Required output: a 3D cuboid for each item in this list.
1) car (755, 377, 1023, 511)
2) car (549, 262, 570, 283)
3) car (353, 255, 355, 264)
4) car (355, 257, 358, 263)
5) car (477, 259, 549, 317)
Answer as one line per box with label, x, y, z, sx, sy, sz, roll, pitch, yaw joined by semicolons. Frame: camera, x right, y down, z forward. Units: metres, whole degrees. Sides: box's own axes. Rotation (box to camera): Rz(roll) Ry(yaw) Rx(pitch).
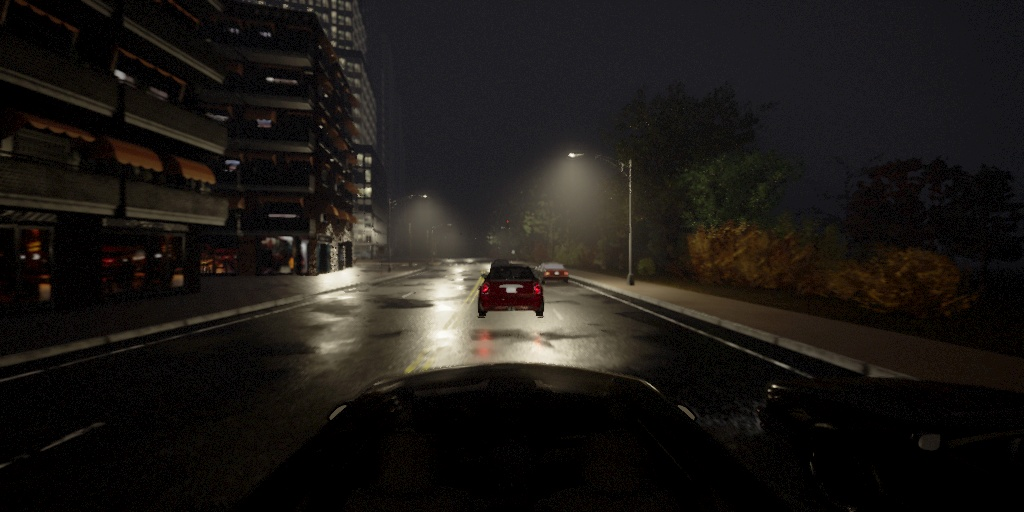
car;3.351;1.296;1.079;2.033;1.411;5.357;0;0;0
car;2.752;1.144;25.466;2.033;1.411;5.357;0;0;-3
car;-24.970;0.683;49.799;4.829;1.417;1.751;0;0;-13
car;-27.328;0.501;58.025;4.097;1.591;1.967;0;0;-13
car;-0.066;1.035;12.947;2.097;1.767;4.553;0;0;-1
